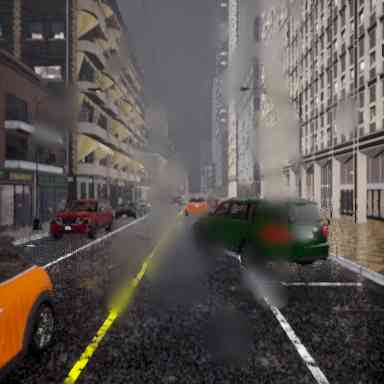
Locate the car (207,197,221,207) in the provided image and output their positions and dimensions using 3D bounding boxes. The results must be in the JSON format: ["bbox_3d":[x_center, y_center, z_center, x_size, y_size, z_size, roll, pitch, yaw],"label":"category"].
[{"bbox_3d":[3.316,1.502,51.069,1.947,1.339,4.313,0,0,1],"label":"car"}]

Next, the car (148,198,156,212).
[{"bbox_3d":[-5.271,1.503,34.228,2.008,1.369,4.403,0,0,1],"label":"car"}]

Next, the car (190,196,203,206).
[{"bbox_3d":[0.778,1.480,55.292,2.033,1.411,5.357,0,0,1],"label":"car"}]

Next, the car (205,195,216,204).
[{"bbox_3d":[3.454,1.368,62.366,1.967,1.590,4.097,0,0,1],"label":"car"}]

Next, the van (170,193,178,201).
[{"bbox_3d":[-4.648,1.254,85.062,1.690,1.788,3.998,0,0,1],"label":"van"}]

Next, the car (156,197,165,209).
[{"bbox_3d":[-5.135,1.466,45.355,1.752,1.417,4.829,0,0,1],"label":"car"}]

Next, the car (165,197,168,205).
[{"bbox_3d":[-4.994,1.476,56.822,1.887,1.381,4.507,0,0,1],"label":"car"}]

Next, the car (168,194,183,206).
[{"bbox_3d":[-2.365,1.441,53.976,1.837,1.490,4.892,0,-1,1],"label":"car"}]

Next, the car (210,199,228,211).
[{"bbox_3d":[3.177,1.528,39.774,1.802,1.307,4.206,0,0,1],"label":"car"}]

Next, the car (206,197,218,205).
[{"bbox_3d":[3.385,1.514,56.719,1.802,1.307,4.206,0,0,1],"label":"car"}]

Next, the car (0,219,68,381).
[{"bbox_3d":[-3.065,1.347,2.962,2.097,1.767,4.553,0,0,1],"label":"car"}]

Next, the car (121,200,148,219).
[{"bbox_3d":[-5.341,1.525,28.580,1.947,1.339,4.313,0,0,1],"label":"car"}]

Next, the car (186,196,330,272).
[{"bbox_3d":[1.932,1.207,11.113,2.150,2.045,5.566,-1,1,-24],"label":"car"}]

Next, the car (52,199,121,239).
[{"bbox_3d":[-5.480,1.289,17.284,2.192,1.841,5.009,0,0,1],"label":"car"}]
